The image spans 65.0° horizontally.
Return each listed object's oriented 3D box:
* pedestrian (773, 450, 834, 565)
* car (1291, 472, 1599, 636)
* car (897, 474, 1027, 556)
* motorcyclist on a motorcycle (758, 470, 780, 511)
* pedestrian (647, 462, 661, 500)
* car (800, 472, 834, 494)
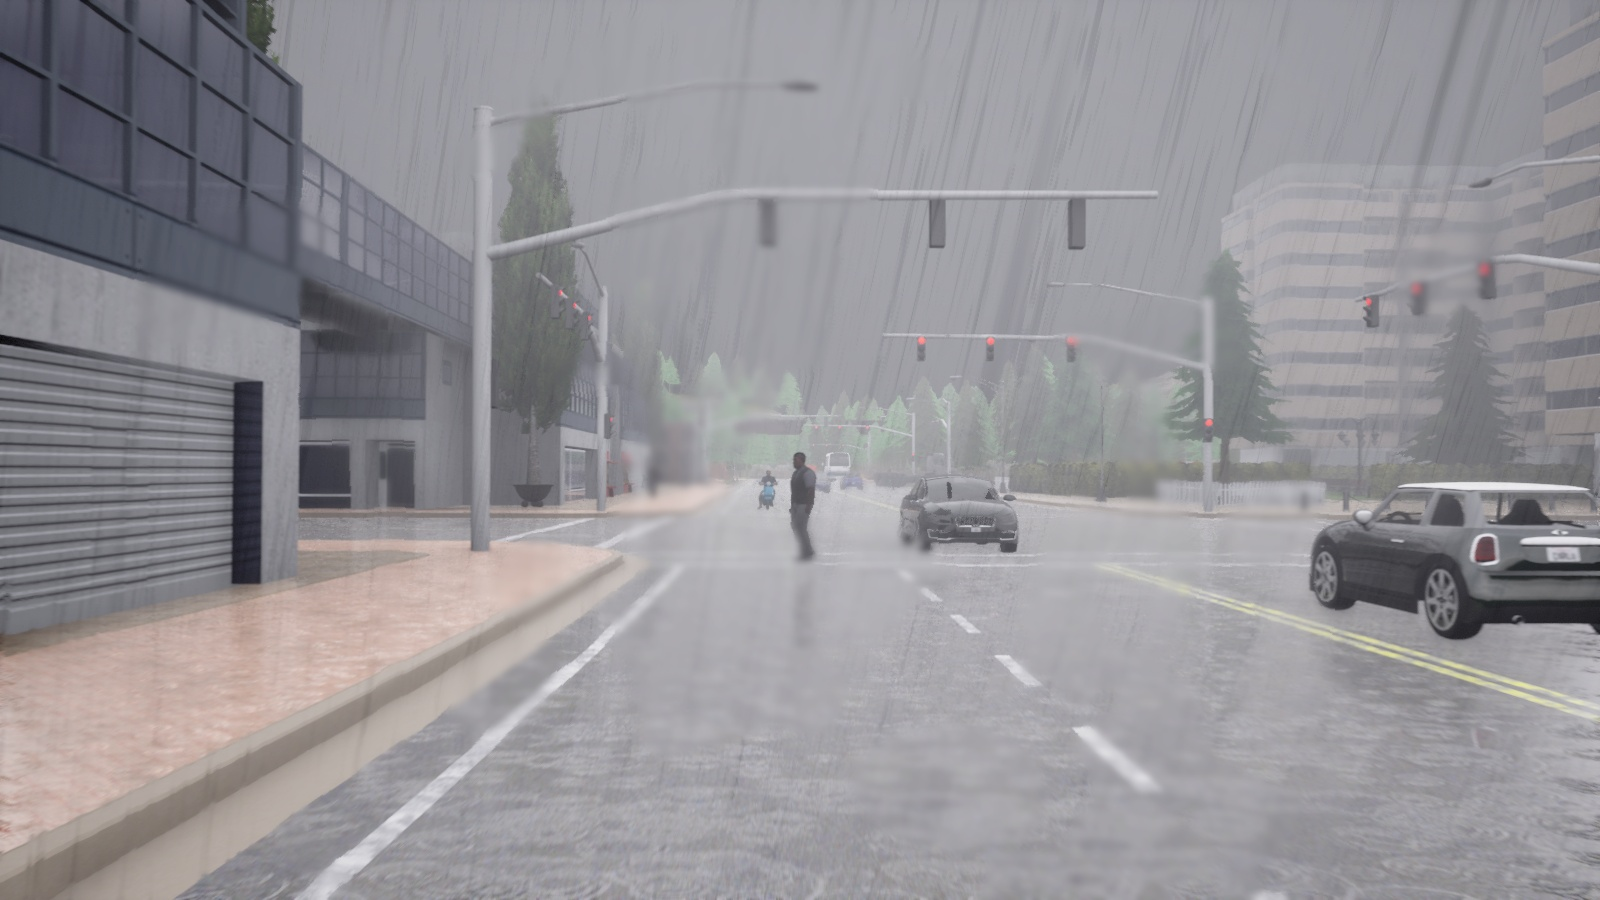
[{"bbox_3d":[0.060,0.945,21.001,0.849,1.883,0.563,0,-1,-24],"label":"pedestrian"},{"bbox_3d":[6.943,0.975,13.287,1.970,1.475,3.806,0,-1,0],"label":"car"},{"bbox_3d":[3.171,1.234,25.529,1.837,1.490,4.892,0,-1,-2],"label":"car"},{"bbox_3d":[-1.228,1.609,49.922,0.866,1.590,1.817,0,-1,-2],"label":"motorcyclist on a motorcycle"},{"bbox_3d":[-7.134,1.529,61.392,0.634,1.844,0.899,0,-1,-4],"label":"pedestrian"},{"bbox_3d":[1.164,2.288,88.275,2.163,1.488,4.792,0,-1,-2],"label":"car"}]
